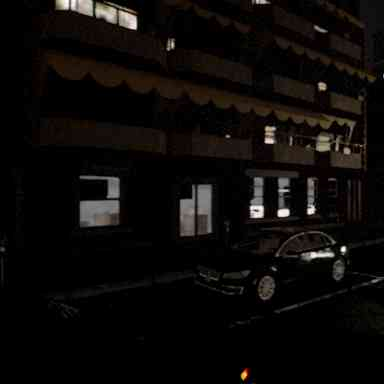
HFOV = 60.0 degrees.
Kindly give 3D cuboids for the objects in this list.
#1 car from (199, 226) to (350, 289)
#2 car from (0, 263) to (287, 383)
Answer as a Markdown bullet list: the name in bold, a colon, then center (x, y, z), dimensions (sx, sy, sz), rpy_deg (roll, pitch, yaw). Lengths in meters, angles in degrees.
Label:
- **car**: center (2.102, 1.550, 8.063), dimensions (4.403, 1.369, 2.008), rpy_deg (0, 0, -36)
- **car**: center (-1.935, 1.548, 1.997), dimensions (5.357, 1.411, 2.033), rpy_deg (0, 0, -36)
